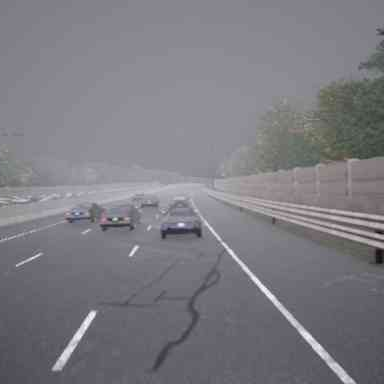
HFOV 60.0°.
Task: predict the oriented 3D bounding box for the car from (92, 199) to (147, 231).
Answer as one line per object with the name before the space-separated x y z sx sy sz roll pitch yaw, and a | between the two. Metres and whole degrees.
car | -4.214 1.467 20.318 2.033 1.411 5.357 -2 1 -2

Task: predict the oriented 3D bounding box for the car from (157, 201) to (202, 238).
car | -0.569 1.416 16.976 1.994 1.385 4.181 -2 1 -3

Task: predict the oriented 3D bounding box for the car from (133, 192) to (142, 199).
car | -8.730 0.813 55.773 2.128 1.511 4.902 -2 1 -1

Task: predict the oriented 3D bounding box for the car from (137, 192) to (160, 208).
car | -4.884 1.113 39.457 1.994 1.385 4.181 -2 1 -2

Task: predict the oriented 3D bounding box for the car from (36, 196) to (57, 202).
car | -22.796 1.400 53.631 1.812 1.442 4.674 -2 1 -1

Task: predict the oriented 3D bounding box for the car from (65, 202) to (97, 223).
car | -7.935 1.498 25.278 2.033 1.411 5.357 -2 1 -2

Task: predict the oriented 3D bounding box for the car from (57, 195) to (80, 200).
car | -19.300 1.253 53.682 2.128 1.511 4.902 -2 1 -1

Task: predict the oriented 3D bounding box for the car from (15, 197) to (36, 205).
car | -26.293 1.526 53.581 2.033 1.411 5.357 -2 1 -1

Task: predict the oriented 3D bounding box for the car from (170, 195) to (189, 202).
car | -1.250 1.061 34.221 1.812 1.442 4.674 -2 1 -2
